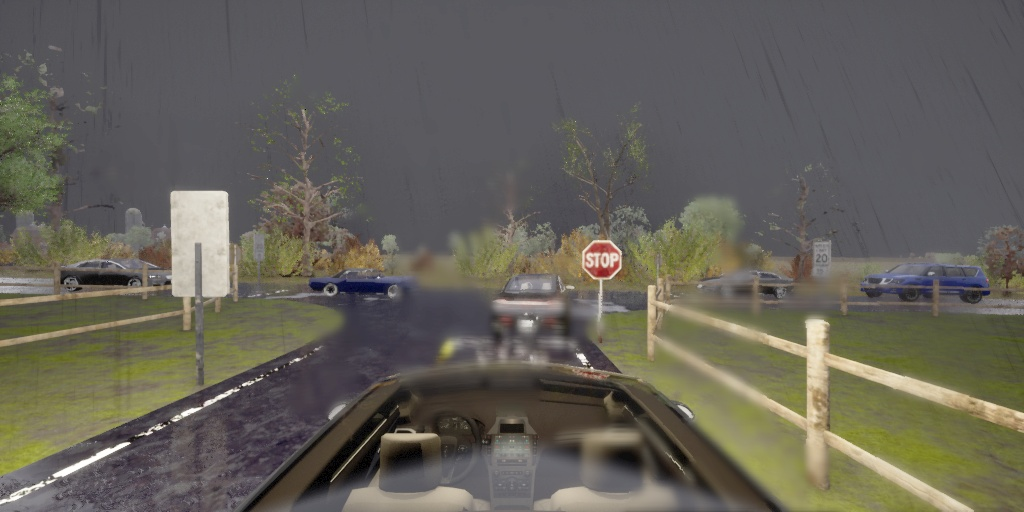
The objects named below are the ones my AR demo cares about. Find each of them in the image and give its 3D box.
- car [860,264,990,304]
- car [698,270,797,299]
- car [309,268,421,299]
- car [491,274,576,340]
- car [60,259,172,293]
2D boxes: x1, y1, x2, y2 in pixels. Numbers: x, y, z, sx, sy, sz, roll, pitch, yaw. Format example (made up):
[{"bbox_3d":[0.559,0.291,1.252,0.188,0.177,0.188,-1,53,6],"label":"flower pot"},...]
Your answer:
[{"bbox_3d":[22.898,1.466,19.965,5.566,2.045,2.150,1,1,0],"label":"car"},{"bbox_3d":[13.003,1.525,19.975,4.902,1.511,2.128,1,1,0],"label":"car"},{"bbox_3d":[-6.823,1.248,17.047,4.718,1.301,1.895,1,1,0],"label":"car"},{"bbox_3d":[0.706,1.240,10.016,2.128,1.511,4.902,0,0,9],"label":"car"},{"bbox_3d":[-18.491,0.885,17.062,4.902,1.511,2.128,1,1,0],"label":"car"}]
